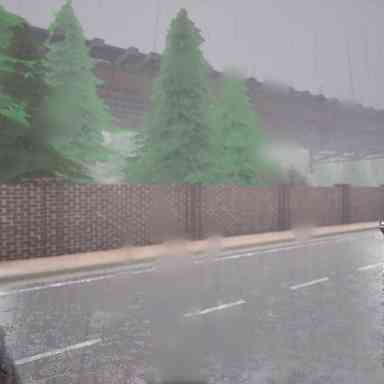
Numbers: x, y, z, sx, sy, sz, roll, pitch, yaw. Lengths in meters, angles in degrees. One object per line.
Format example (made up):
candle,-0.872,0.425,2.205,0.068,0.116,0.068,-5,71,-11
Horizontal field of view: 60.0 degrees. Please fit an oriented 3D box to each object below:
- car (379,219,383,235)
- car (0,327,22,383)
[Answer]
car,11.069,1.506,16.147,4.718,1.301,1.895,0,0,-35
car,-3.409,1.536,1.541,4.674,1.442,1.812,0,0,-36
